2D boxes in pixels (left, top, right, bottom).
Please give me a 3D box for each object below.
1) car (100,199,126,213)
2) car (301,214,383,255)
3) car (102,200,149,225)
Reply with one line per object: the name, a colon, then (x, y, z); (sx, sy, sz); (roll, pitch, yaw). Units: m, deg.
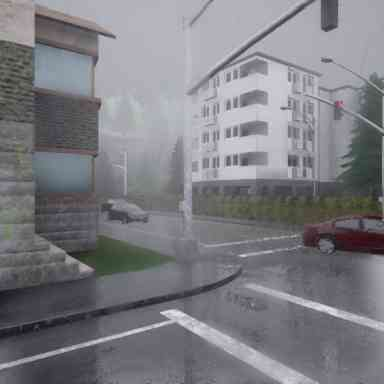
car: (-8.748, 1.528, 37.622); (2.097, 1.767, 4.553); (0, 0, -35)
car: (6.685, 1.590, 12.340); (5.008, 1.535, 1.882); (-1, -1, 34)
car: (-5.095, 1.681, 26.146); (1.837, 1.490, 4.892); (0, 0, -35)
